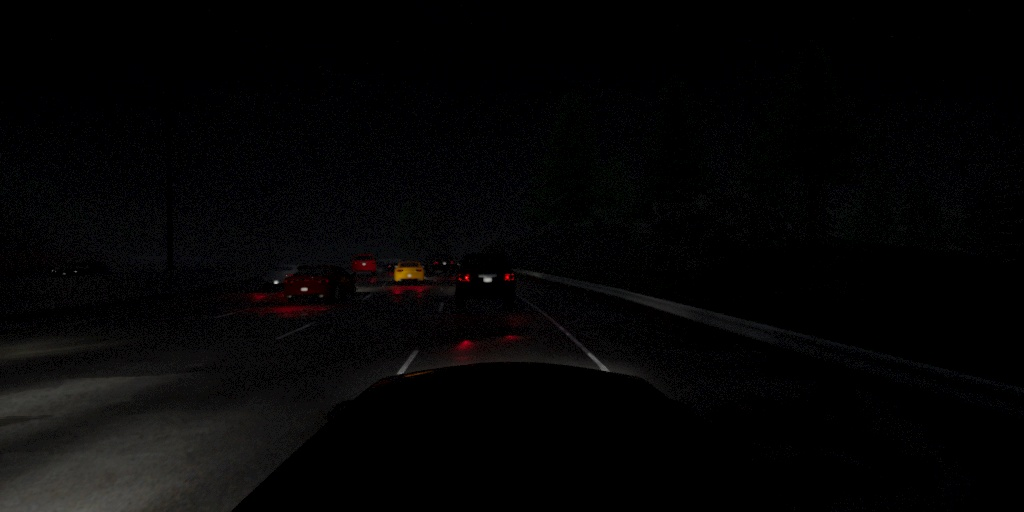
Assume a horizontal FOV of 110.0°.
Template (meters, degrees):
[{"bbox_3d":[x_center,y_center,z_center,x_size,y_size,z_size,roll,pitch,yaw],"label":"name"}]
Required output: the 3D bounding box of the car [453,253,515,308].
[{"bbox_3d":[-1.260,0.893,14.907,2.150,2.045,5.566,0,0,-9],"label":"car"}]

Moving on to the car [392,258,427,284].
[{"bbox_3d":[-7.335,1.101,25.578,1.882,1.535,5.008,0,0,-16],"label":"car"}]

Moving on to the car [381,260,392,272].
[{"bbox_3d":[-14.013,1.142,41.725,1.895,1.301,4.718,0,0,-28],"label":"car"}]

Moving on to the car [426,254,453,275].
[{"bbox_3d":[-7.314,0.781,35.892,2.150,2.045,5.566,0,0,-22],"label":"car"}]

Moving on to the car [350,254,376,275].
[{"bbox_3d":[-14.444,0.807,34.805,2.150,2.045,5.566,0,0,-24],"label":"car"}]

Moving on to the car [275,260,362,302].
[{"bbox_3d":[-8.695,1.159,16.685,1.882,1.535,5.008,0,0,-10],"label":"car"}]

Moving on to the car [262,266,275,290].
[{"bbox_3d":[-13.469,1.189,21.815,1.812,1.442,4.674,0,0,-14],"label":"car"}]

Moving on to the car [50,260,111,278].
[{"bbox_3d":[-34.976,1.096,29.249,1.837,1.490,4.892,0,0,-27],"label":"car"}]
